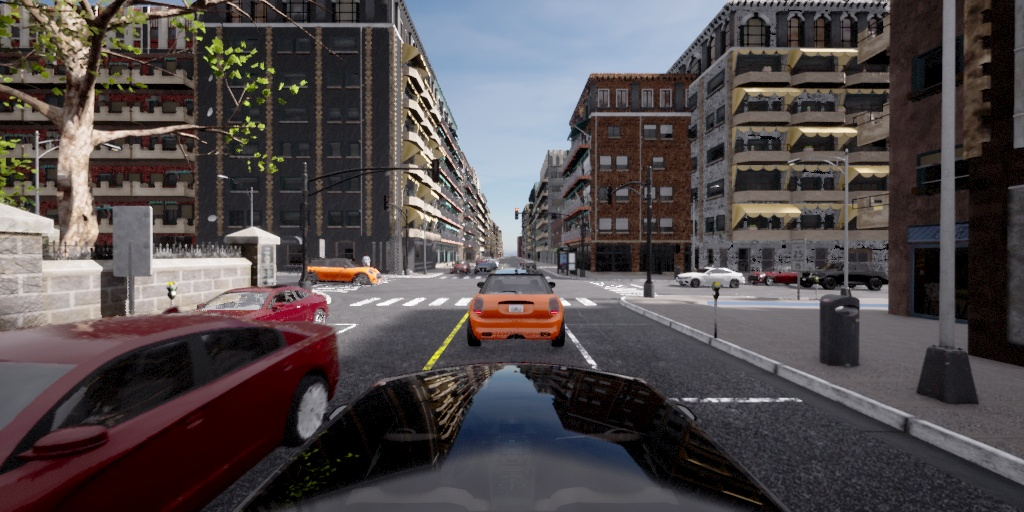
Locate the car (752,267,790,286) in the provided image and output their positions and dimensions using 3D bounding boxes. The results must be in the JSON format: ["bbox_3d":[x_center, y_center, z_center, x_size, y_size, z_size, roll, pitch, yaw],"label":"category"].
[{"bbox_3d":[21.334,1.570,28.889,4.097,1.591,1.967,0,0,-1],"label":"car"}]

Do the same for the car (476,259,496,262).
[{"bbox_3d":[-3.160,1.311,41.004,1.994,1.385,4.181,0,0,0],"label":"car"}]

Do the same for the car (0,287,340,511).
[{"bbox_3d":[-3.074,1.227,2.411,1.882,1.535,5.008,0,0,0],"label":"car"}]

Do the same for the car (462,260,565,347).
[{"bbox_3d":[0.113,1.101,9.507,2.097,1.767,4.553,0,0,1],"label":"car"}]

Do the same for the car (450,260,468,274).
[{"bbox_3d":[-5.756,1.187,40.406,1.967,1.591,4.097,0,0,0],"label":"car"}]

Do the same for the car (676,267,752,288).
[{"bbox_3d":[14.474,1.549,26.234,4.674,1.442,1.812,1,0,-2],"label":"car"}]

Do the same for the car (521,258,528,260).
[{"bbox_3d":[2.605,1.298,51.692,2.007,1.370,4.403,0,0,0],"label":"car"}]

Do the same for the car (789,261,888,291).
[{"bbox_3d":[24.216,1.417,26.364,5.566,2.045,2.150,1,0,-1],"label":"car"}]

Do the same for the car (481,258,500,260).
[{"bbox_3d":[-3.171,1.311,49.978,1.994,1.385,4.181,0,0,0],"label":"car"}]

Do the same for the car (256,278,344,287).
[{"bbox_3d":[-5.700,1.331,7.995,1.802,1.307,4.207,0,0,0],"label":"car"}]

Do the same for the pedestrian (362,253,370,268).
[{"bbox_3d":[-12.764,0.651,31.386,0.375,1.860,0.375,0,-1,-1],"label":"pedestrian"}]

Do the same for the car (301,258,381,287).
[{"bbox_3d":[-10.840,0.968,23.067,4.553,1.767,2.097,2,0,-7],"label":"car"}]
